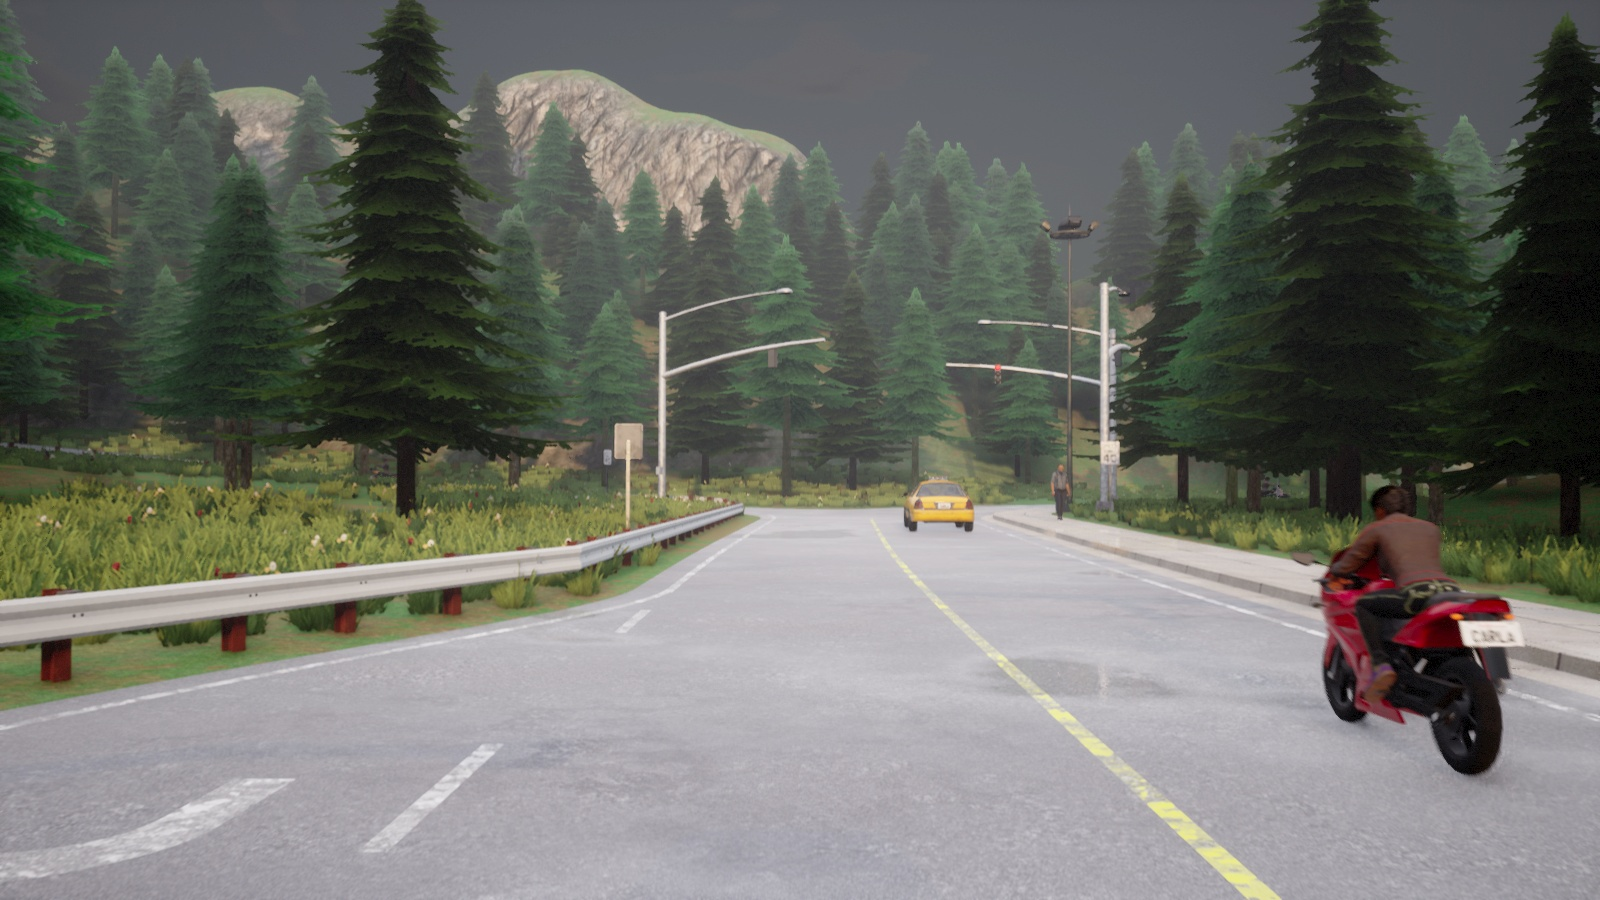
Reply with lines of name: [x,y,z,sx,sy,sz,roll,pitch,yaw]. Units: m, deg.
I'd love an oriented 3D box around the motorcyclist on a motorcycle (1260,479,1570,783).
motorcyclist on a motorcycle: [3.481,0.936,7.370,0.797,1.523,2.044,0,-1,0]

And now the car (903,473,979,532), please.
car: [4.021,1.474,36.572,1.801,1.575,5.366,0,-1,2]

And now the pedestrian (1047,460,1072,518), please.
pedestrian: [8.336,1.255,40.328,0.540,1.848,0.694,0,-1,-10]
